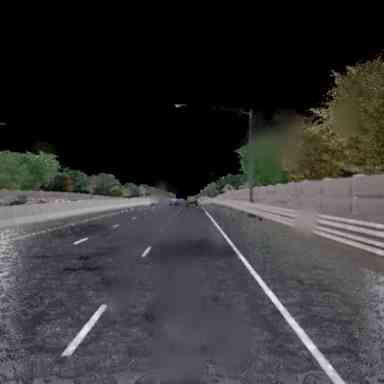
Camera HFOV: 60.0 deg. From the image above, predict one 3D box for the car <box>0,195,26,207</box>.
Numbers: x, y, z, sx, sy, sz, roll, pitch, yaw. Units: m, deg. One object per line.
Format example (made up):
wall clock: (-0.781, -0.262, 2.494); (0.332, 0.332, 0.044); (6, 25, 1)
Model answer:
car: (-24.558, 1.476, 45.430); (2.150, 2.045, 5.566); (0, 0, 1)

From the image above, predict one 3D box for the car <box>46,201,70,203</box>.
car: (-17.567, 1.856, 45.224); (1.895, 1.301, 4.718); (0, -1, 0)

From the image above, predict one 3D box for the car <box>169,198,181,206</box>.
car: (-3.514, 2.033, 65.379); (1.882, 1.535, 5.008); (0, -1, 0)

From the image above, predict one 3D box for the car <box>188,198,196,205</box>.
car: (-0.016, 2.084, 75.800); (1.882, 1.535, 5.008); (0, -1, 0)

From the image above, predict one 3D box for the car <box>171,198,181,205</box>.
car: (-3.516, 2.145, 75.798); (2.033, 1.411, 5.357); (0, -1, 0)

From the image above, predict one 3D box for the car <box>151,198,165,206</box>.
car: (-7.014, 2.119, 65.726); (1.994, 1.385, 4.181); (0, -1, 0)

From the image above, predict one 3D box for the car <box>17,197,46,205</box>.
car: (-21.059, 1.803, 45.282); (2.033, 1.411, 5.357); (0, -1, 1)

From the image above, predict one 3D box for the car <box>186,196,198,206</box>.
car: (-0.014, 1.778, 65.414); (2.150, 2.045, 5.566); (0, -1, 0)
